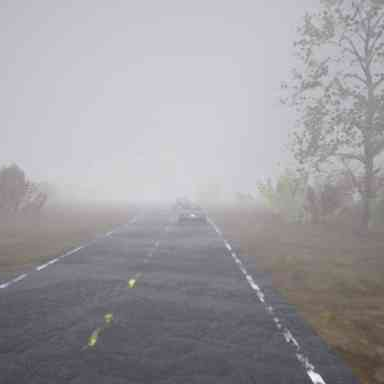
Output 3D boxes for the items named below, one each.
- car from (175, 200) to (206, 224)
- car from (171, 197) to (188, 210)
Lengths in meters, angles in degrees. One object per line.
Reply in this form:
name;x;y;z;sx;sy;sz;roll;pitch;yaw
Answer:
car;-0.009;1.567;24.544;1.994;1.385;4.181;0;0;-2
car;-1.437;1.347;41.949;2.097;1.767;4.553;0;0;-7
